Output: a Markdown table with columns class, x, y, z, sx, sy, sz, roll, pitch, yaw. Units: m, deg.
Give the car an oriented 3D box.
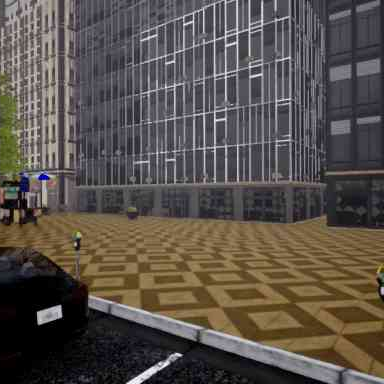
| class | x | y | z | sx | sy | sz | roll | pitch | yaw |
| --- | --- | --- | --- | --- | --- | --- | --- | --- | --- |
| car | -3.464 | 1.566 | 5.359 | 4.313 | 1.339 | 1.947 | 0 | 0 | 36 |
